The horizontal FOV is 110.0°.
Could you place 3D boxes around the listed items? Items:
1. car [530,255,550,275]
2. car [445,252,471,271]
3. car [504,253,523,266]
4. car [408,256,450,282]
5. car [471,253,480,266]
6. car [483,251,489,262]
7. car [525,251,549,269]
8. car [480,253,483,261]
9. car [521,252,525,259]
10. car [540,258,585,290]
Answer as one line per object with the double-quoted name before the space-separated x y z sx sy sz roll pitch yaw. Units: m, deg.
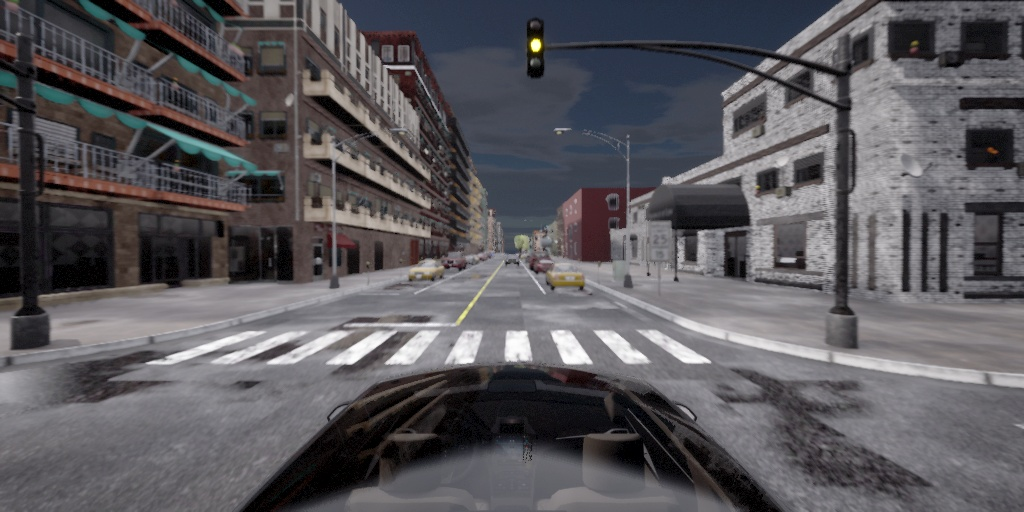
"car" 2.707 0.818 29.921 1.802 1.307 4.207 0 0 0
"car" -5.671 0.481 35.465 2.192 1.841 5.009 0 0 0
"car" 0.024 0.585 45.249 1.895 1.301 4.718 0 1 0
"car" -5.678 0.883 24.218 1.751 1.417 4.829 0 0 0
"car" -5.664 0.530 46.541 2.007 1.370 4.403 0 0 0
"car" -5.654 0.251 63.157 1.888 1.381 4.507 0 0 0
"car" 2.710 0.456 35.460 2.192 1.841 5.009 0 0 0
"car" -5.661 0.413 51.909 1.751 1.417 4.829 0 0 0
"car" 2.720 0.413 52.075 2.007 1.370 4.403 0 0 0
"car" 2.700 0.954 19.015 1.751 1.417 4.829 0 0 0
